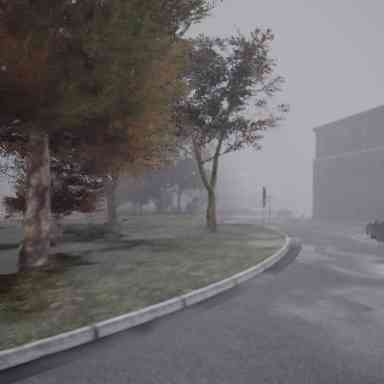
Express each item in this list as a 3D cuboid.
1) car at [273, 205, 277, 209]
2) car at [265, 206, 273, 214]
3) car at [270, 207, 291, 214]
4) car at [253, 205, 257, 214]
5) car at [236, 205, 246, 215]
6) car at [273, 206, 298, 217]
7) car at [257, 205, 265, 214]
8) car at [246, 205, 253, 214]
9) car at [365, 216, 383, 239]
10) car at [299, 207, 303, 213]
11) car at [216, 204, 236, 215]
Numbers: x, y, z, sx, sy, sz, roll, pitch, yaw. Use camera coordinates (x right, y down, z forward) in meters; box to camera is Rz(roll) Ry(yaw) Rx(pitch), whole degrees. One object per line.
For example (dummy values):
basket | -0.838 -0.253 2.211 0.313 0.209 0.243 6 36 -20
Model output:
car | 17.072 4.323 79.151 4.553 1.767 2.185 0 -2 21
car | 15.132 4.086 76.910 5.566 2.045 2.435 0 -3 20
car | 22.919 4.721 85.871 4.892 1.521 2.231 0 -2 21
car | 11.219 3.959 72.399 4.553 1.767 2.185 0 -3 20
car | 7.407 3.558 67.849 5.566 2.045 2.435 0 -2 20
car | 18.692 4.096 66.287 1.837 1.490 4.892 0 -3 40
car | 12.988 4.212 74.702 5.366 1.575 1.946 0 -2 20
car | 9.369 3.697 70.117 5.566 2.045 2.435 0 -3 20
car | 10.253 1.801 16.289 2.033 1.411 5.357 1 -1 11
car | 26.862 4.728 90.310 4.553 1.767 2.185 0 -2 22
car | 5.538 3.672 65.542 4.892 1.521 2.231 0 -2 19
